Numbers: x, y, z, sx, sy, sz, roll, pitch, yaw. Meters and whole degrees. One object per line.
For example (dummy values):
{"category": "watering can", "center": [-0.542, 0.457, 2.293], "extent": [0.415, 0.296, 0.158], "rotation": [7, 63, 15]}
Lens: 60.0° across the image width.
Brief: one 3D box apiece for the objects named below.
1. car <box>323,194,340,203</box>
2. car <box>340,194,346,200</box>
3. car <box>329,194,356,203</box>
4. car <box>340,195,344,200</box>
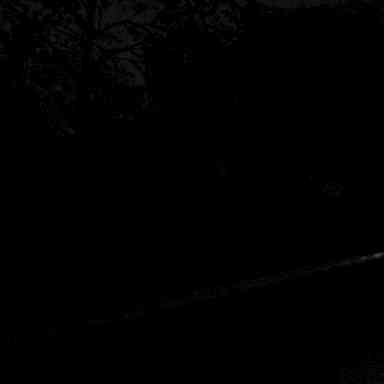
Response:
{"category": "car", "center": [30.335, 1.694, 77.058], "extent": [2.435, 2.045, 5.566], "rotation": [0, 0, -36]}
{"category": "car", "center": [34.862, 1.915, 80.303], "extent": [2.097, 1.535, 5.008], "rotation": [0, 0, -36]}
{"category": "car", "center": [37.106, 1.650, 81.954], "extent": [2.435, 2.045, 5.566], "rotation": [0, 0, -36]}
{"category": "car", "center": [32.708, 1.968, 78.742], "extent": [2.002, 1.452, 4.674], "rotation": [0, 0, -36]}
